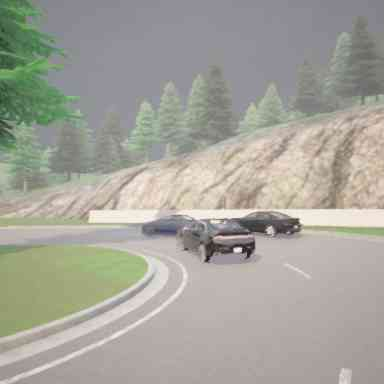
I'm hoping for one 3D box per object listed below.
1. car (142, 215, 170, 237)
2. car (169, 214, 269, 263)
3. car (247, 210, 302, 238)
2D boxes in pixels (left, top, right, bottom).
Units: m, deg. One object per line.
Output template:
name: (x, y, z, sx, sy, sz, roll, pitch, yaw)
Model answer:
car: (-1.187, 2.091, 20.991, 4.181, 1.385, 1.994, -2, -2, 35)
car: (0.803, 1.803, 13.491, 2.128, 1.511, 4.902, 0, -2, -17)
car: (4.350, 1.889, 20.688, 1.882, 1.535, 5.008, 1, -2, -38)
